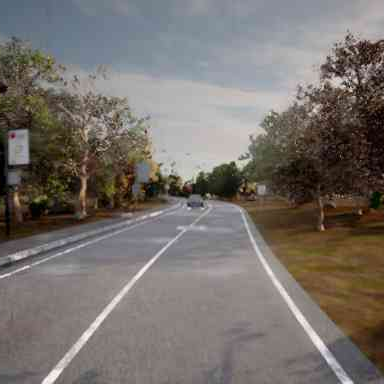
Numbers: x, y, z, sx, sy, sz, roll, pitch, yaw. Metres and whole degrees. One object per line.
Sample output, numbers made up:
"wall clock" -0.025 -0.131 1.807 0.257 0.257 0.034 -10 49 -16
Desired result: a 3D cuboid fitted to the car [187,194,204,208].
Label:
"car" 0.493 1.111 44.015 2.097 1.767 4.553 0 0 3
